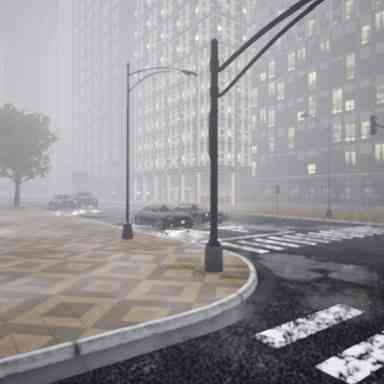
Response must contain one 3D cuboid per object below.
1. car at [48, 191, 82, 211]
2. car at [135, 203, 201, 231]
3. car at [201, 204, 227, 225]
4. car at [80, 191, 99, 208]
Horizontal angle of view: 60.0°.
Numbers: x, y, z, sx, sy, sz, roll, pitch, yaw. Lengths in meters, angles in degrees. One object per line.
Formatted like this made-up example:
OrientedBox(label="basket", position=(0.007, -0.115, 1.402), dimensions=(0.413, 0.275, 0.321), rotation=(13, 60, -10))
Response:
OrientedBox(label="car", position=(-14.015, 1.034, 36.092), dimensions=(2.097, 1.767, 4.553), rotation=(0, 0, -37))
OrientedBox(label="car", position=(-1.671, 1.416, 19.474), dimensions=(1.994, 1.385, 4.181), rotation=(0, 0, -37))
OrientedBox(label="car", position=(0.196, 1.456, 22.408), dimensions=(1.895, 1.301, 4.718), rotation=(0, 0, -37))
OrientedBox(label="car", position=(-13.265, 0.888, 40.540), dimensions=(2.150, 2.045, 5.566), rotation=(0, 1, -36))
